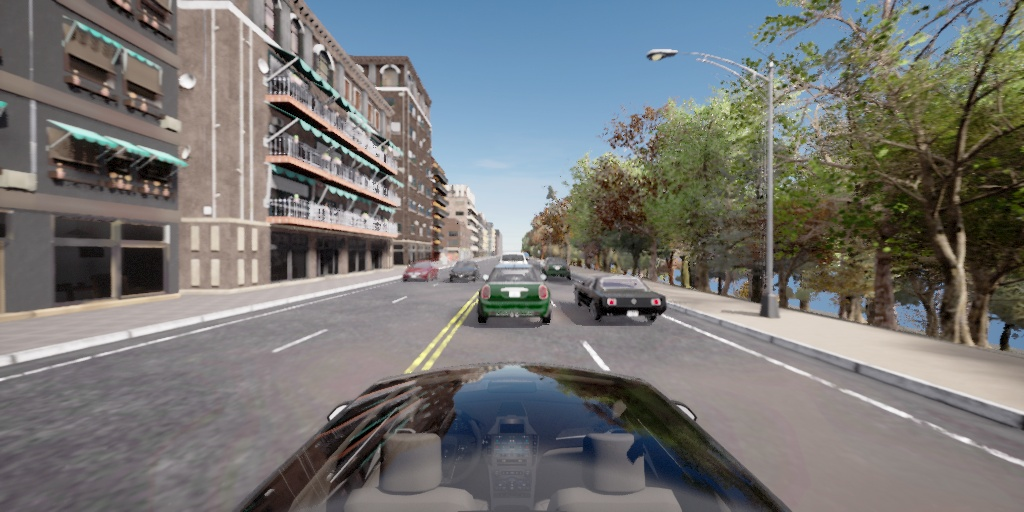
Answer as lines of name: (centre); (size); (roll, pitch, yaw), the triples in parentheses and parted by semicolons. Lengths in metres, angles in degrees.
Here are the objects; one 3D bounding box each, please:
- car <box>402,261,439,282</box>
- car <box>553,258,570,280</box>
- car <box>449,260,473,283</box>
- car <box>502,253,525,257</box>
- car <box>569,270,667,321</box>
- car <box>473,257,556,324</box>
car: (-6.585, 1.092, 26.371); (1.812, 1.442, 4.674); (0, 0, 0)
car: (3.336, 0.903, 28.467); (2.097, 1.767, 4.553); (0, 0, 0)
car: (-3.344, 1.076, 25.938); (1.837, 1.490, 4.892); (0, 0, 0)
car: (0.086, 0.777, 27.682); (2.150, 2.045, 5.566); (0, 0, 0)
car: (3.332, 1.274, 12.066); (1.895, 1.301, 4.718); (0, 0, 0)
car: (0.079, 1.027, 11.830); (2.097, 1.767, 4.553); (0, 0, 0)
